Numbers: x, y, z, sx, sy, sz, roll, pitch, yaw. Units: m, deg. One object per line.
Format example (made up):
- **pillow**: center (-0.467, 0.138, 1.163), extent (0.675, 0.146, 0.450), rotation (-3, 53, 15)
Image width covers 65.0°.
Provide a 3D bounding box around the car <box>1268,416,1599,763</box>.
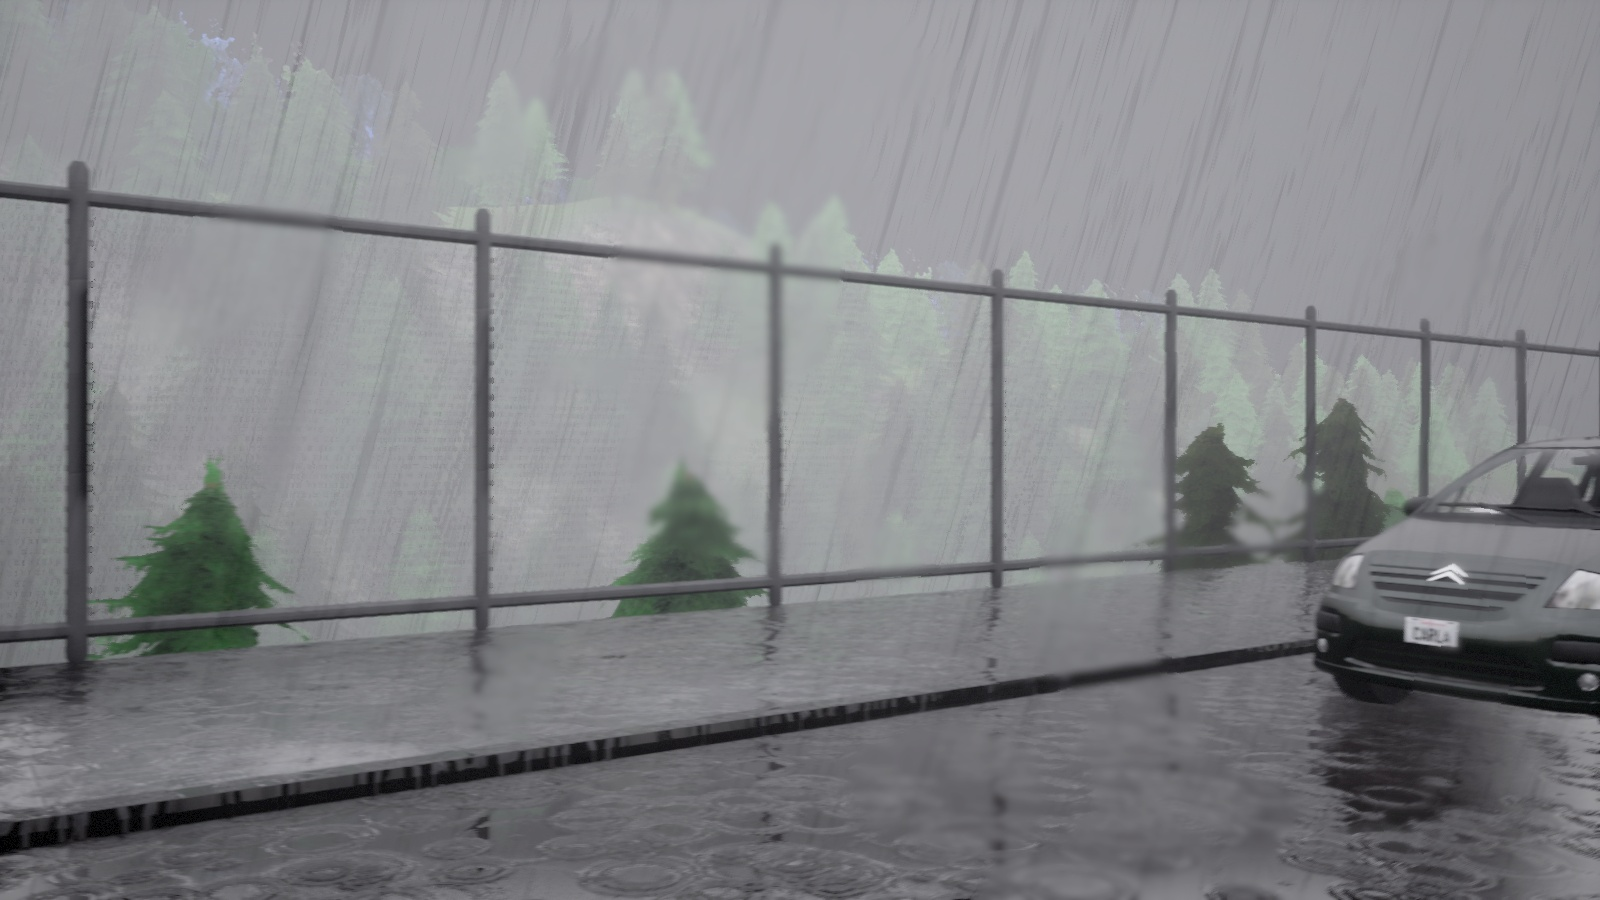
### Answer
- **car**: center (4.884, 0.651, 7.668), extent (3.988, 1.617, 1.851), rotation (0, 0, -35)
